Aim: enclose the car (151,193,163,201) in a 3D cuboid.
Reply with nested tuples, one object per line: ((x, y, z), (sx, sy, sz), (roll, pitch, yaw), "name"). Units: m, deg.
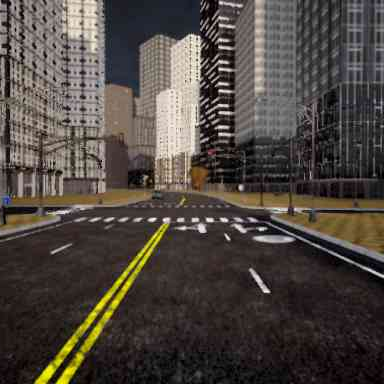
((-6.486, 0.881, 61.991), (1.895, 1.301, 4.718), (0, 1, 0), "car")

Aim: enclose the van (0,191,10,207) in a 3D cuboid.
((-22.643, 0.796, 37.291), (3.998, 1.788, 1.690), (0, 1, 1), "van")
